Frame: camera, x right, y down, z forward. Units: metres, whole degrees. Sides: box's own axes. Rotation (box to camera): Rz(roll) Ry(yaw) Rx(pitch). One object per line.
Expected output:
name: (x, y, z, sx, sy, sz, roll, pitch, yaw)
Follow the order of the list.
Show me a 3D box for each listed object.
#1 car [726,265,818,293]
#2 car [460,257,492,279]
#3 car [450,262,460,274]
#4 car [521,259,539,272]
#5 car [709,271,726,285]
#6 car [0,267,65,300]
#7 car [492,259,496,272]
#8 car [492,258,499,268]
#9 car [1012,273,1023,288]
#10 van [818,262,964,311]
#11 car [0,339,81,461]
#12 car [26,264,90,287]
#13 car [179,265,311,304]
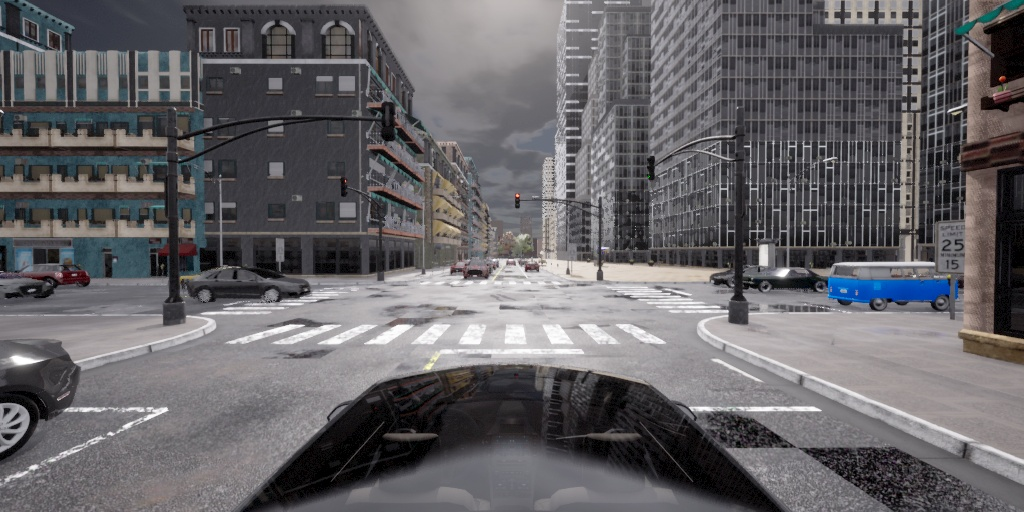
car: (14.805, 1.289, 19.646, 4.718, 1.301, 1.895, 0, 1, 0)
car: (-3.163, 1.097, 32.497, 2.097, 1.767, 4.553, 0, 0, -1)
car: (-5.801, 1.289, 40.215, 1.888, 1.381, 4.507, 0, 0, 0)
car: (2.529, 1.289, 45.945, 1.888, 1.381, 4.507, 0, 0, 0)
car: (14.618, 1.215, 22.244, 4.313, 1.339, 1.948, 0, 0, 0)
car: (-23.784, 1.388, 16.267, 4.181, 1.385, 1.994, 0, 1, 0)
car: (-3.211, 1.345, 41.527, 1.895, 1.301, 4.718, 0, 0, 0)
car: (-3.238, 1.346, 51.590, 1.895, 1.301, 4.718, 0, 0, 0)
car: (24.593, 1.217, 19.687, 5.357, 1.411, 2.033, 0, 1, 0)
van: (14.656, 1.117, 13.864, 3.998, 1.789, 1.690, 0, 0, 0)
car: (-5.690, 1.300, 2.149, 2.007, 1.370, 4.403, 0, 0, 0)
car: (-28.837, 1.190, 22.046, 4.097, 1.591, 1.967, 0, 0, 0)
car: (-11.823, 1.299, 16.320, 4.892, 1.490, 1.837, 0, 1, 0)
